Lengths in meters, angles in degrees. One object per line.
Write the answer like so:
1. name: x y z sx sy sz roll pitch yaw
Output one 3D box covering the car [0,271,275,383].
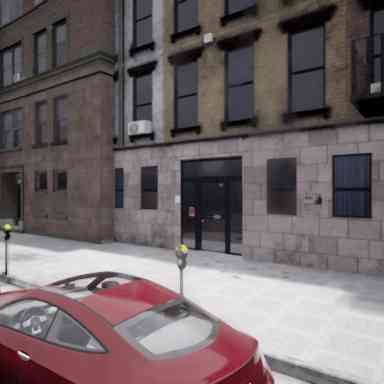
1. car: -1.213 1.581 3.684 4.206 1.307 1.802 0 0 36
